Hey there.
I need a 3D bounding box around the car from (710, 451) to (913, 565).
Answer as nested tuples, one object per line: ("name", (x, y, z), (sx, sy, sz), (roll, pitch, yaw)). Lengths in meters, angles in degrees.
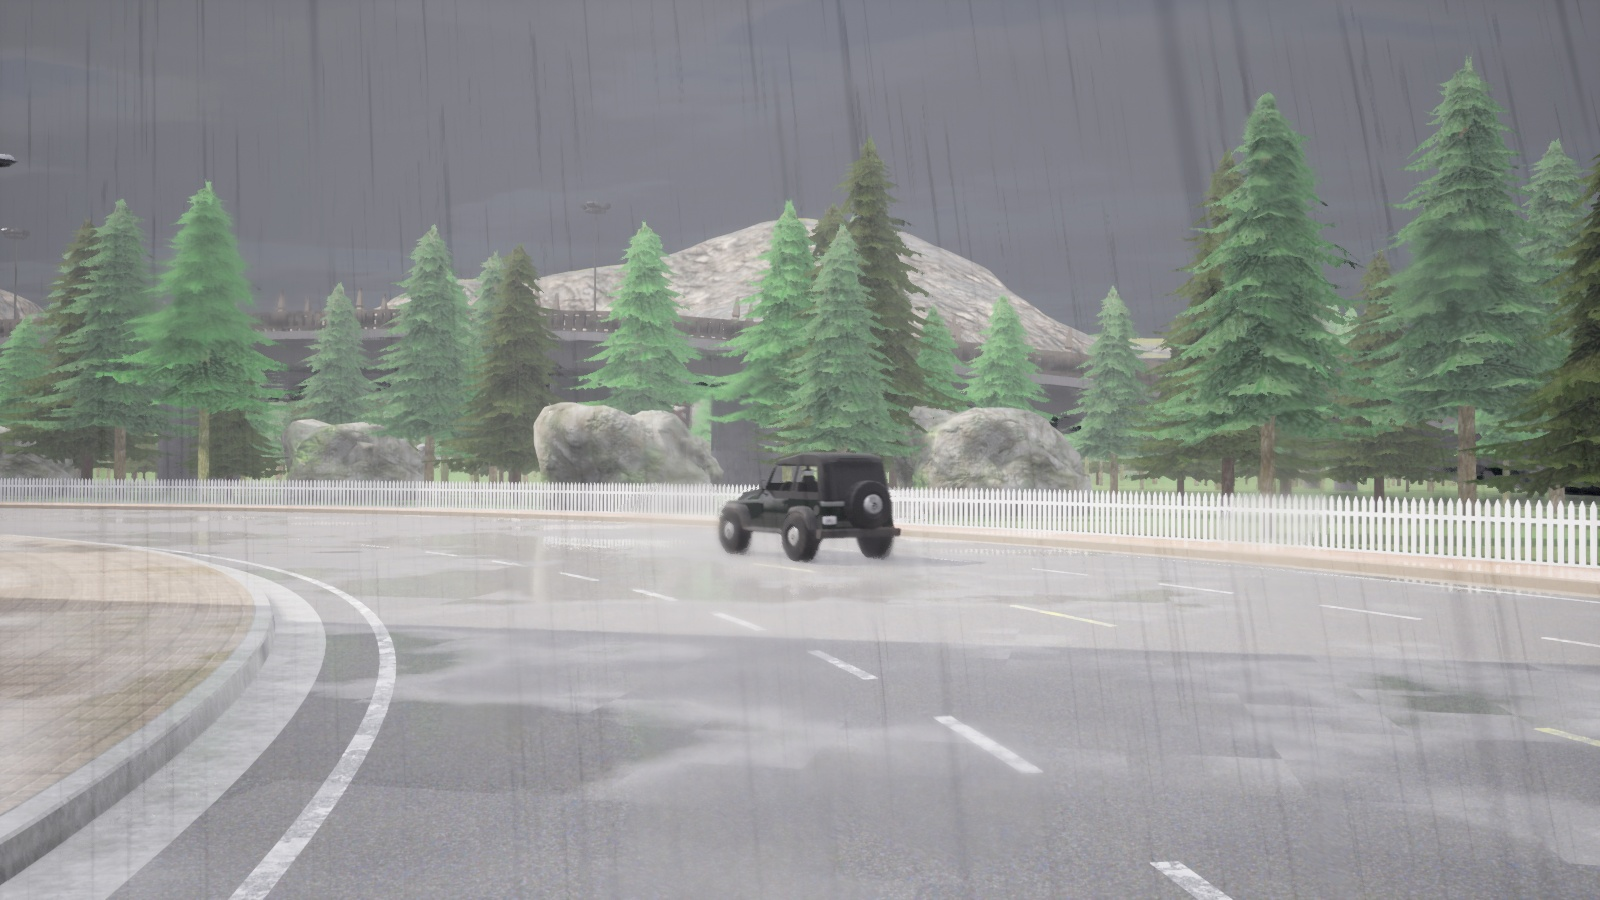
("car", (0.114, 0.993, 22.863), (1.905, 1.878, 3.866), (0, -1, -32))
